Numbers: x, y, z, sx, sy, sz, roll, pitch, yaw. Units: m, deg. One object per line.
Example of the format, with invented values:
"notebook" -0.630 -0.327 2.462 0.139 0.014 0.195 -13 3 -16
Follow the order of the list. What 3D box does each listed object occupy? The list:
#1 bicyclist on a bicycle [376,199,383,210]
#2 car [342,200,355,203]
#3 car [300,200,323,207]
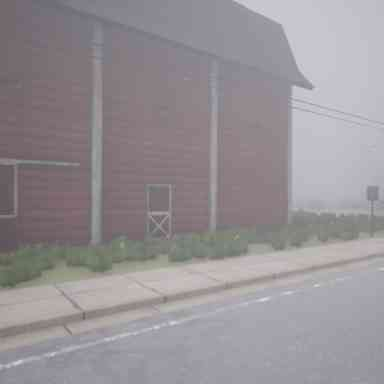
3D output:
"bicyclist on a bicycle" 25.613 1.745 44.952 1.656 1.620 0.582 0 0 -2
"car" 27.851 2.060 59.116 3.905 1.438 1.784 1 0 -36
"car" 18.173 1.923 50.557 4.193 1.474 1.816 1 0 -36
